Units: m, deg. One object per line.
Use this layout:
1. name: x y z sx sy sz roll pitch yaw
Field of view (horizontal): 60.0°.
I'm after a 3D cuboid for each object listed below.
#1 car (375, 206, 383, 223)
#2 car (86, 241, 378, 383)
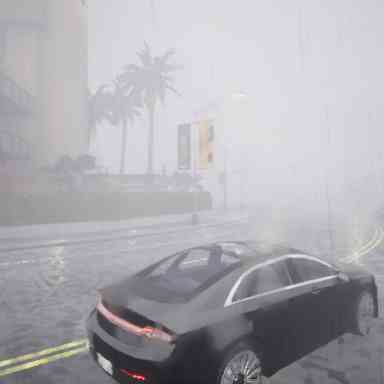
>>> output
1. car: 15.006 1.622 24.681 1.895 1.301 4.718 0 0 20
2. car: 0.980 1.497 4.887 4.902 1.511 2.128 0 0 -40
